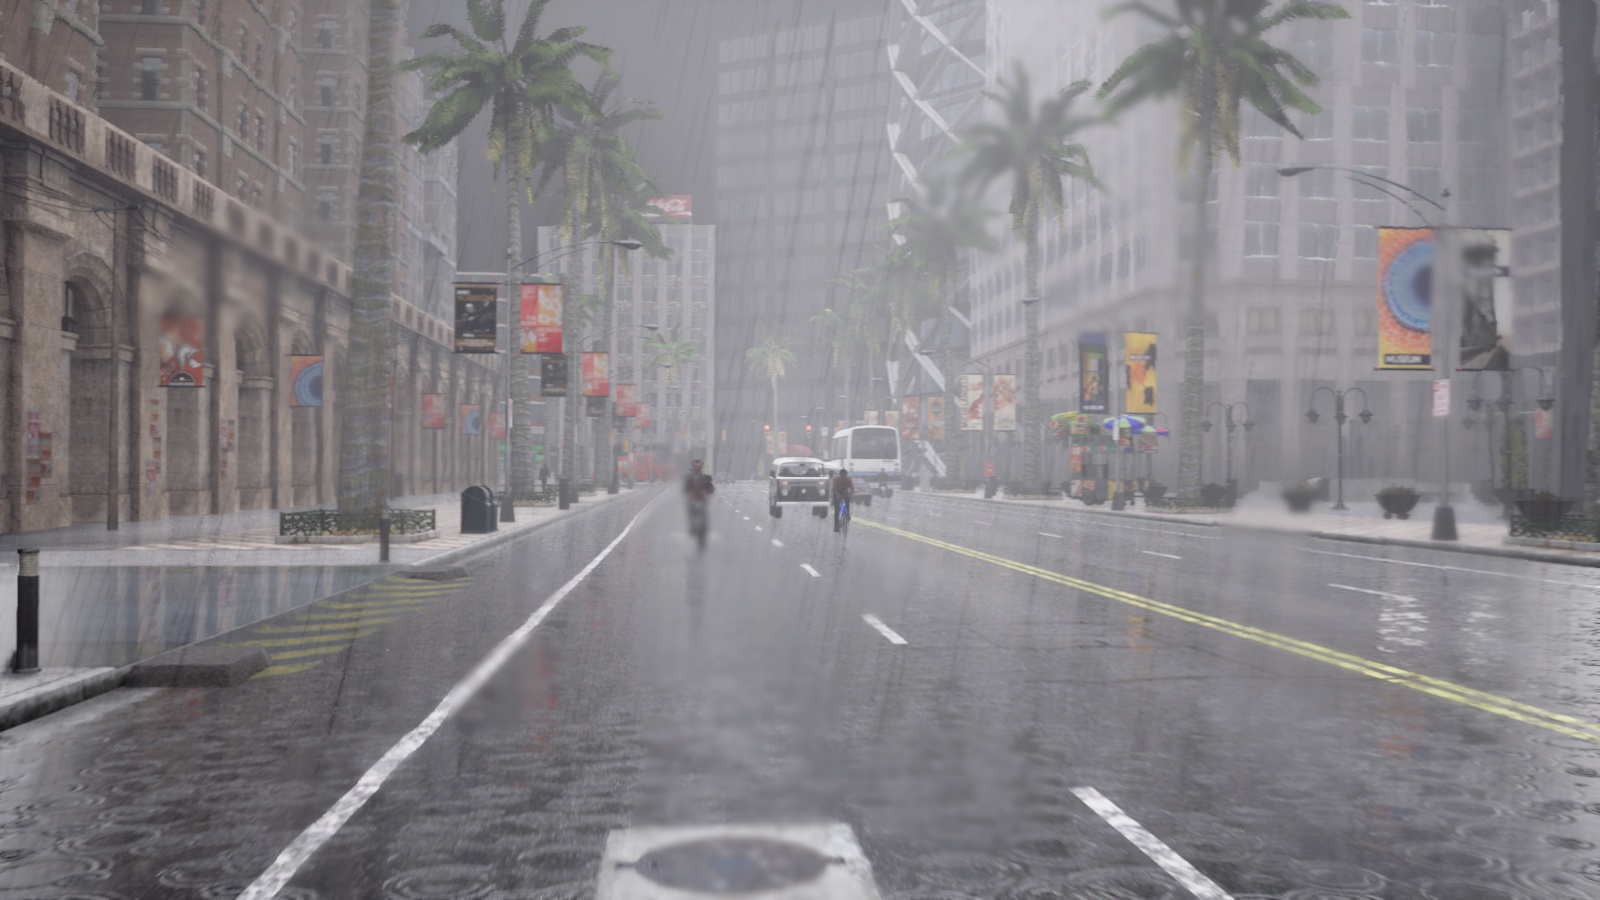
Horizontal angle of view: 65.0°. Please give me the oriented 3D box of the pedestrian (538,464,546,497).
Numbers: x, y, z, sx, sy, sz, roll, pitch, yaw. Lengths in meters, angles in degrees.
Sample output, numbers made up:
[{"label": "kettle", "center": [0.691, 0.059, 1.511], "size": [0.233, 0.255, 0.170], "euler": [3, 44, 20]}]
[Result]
[{"label": "pedestrian", "center": [-15.253, 1.792, 74.233], "size": [0.423, 1.949, 0.788], "euler": [0, -1, -5]}]

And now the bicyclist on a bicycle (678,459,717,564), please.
[{"label": "bicyclist on a bicycle", "center": [-1.829, 1.067, 22.259], "size": [0.659, 1.776, 1.843], "euler": [0, -1, -5]}]

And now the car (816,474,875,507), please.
[{"label": "car", "center": [2.012, 1.813, 57.395], "size": [2.033, 1.411, 5.357], "euler": [0, -1, -5]}]

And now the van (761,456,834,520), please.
[{"label": "van", "center": [-0.147, 1.250, 42.438], "size": [2.069, 2.038, 4.480], "euler": [0, -1, -5]}]

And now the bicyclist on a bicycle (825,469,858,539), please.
[{"label": "bicyclist on a bicycle", "center": [0.975, 1.267, 30.087], "size": [0.582, 1.620, 1.656], "euler": [0, -1, -5]}]

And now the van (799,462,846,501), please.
[{"label": "van", "center": [1.173, 1.661, 67.402], "size": [2.069, 2.038, 4.480], "euler": [0, -1, -4]}]

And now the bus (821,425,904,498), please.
[{"label": "bus", "center": [3.770, 0.742, 79.011], "size": [3.944, 4.253, 10.273], "euler": [0, -1, -5]}]
